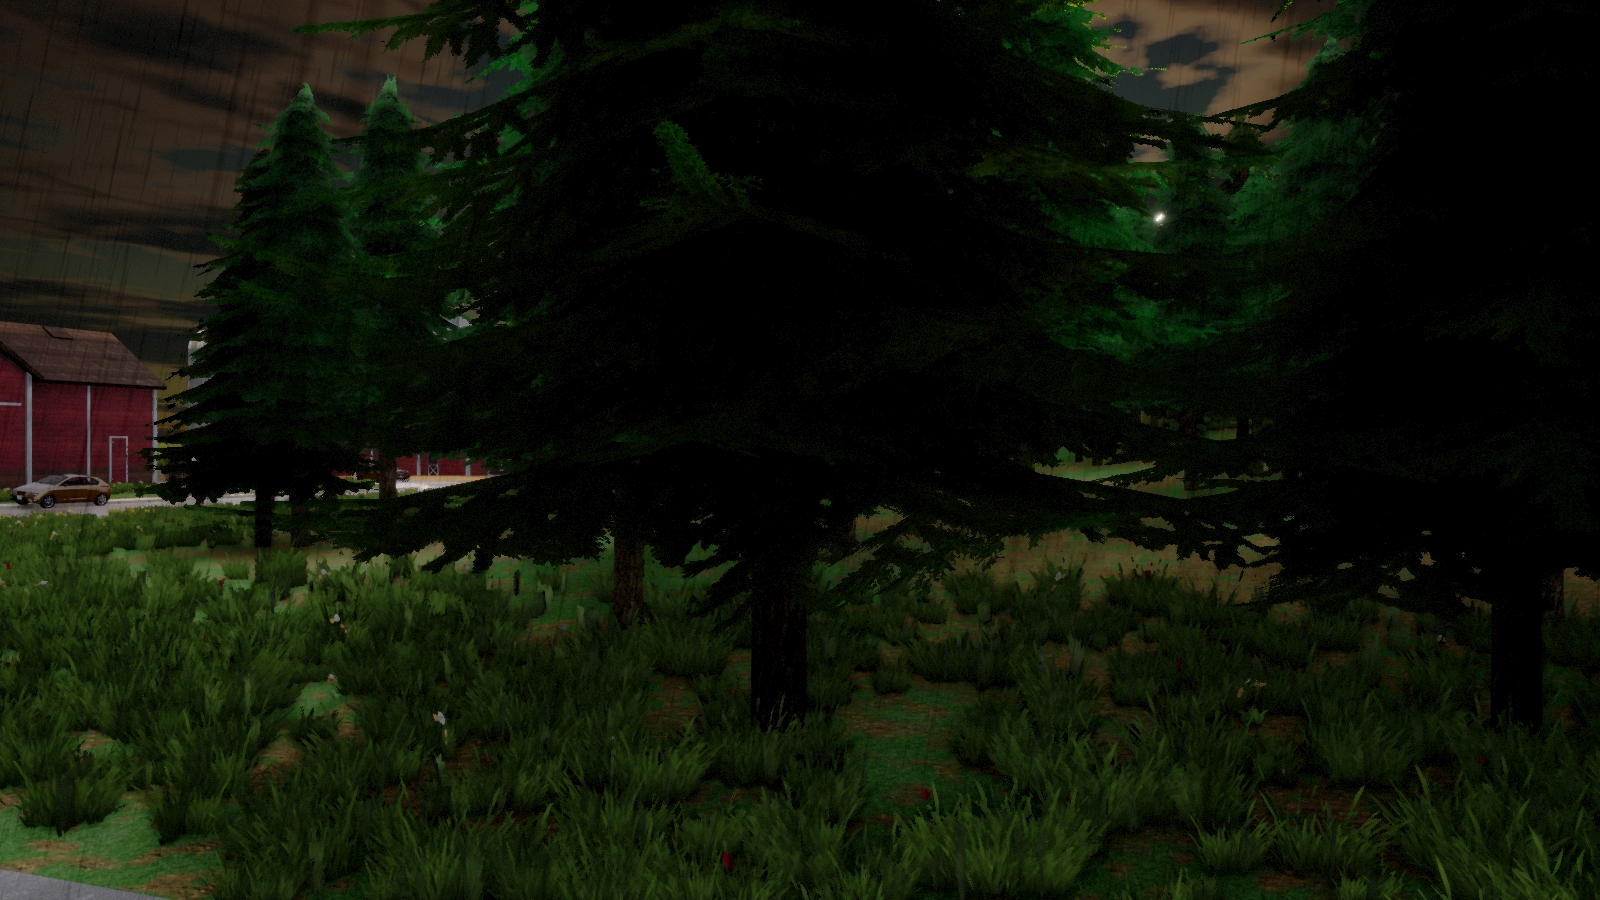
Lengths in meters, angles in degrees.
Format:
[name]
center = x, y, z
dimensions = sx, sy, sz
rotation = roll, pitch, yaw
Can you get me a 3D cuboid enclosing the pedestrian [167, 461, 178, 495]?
[pedestrian]
center = -34.609, 1.545, 63.016
dimensions = 0.375, 1.860, 0.375
rotation = 0, 0, 5
